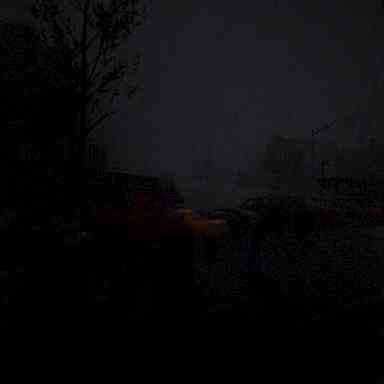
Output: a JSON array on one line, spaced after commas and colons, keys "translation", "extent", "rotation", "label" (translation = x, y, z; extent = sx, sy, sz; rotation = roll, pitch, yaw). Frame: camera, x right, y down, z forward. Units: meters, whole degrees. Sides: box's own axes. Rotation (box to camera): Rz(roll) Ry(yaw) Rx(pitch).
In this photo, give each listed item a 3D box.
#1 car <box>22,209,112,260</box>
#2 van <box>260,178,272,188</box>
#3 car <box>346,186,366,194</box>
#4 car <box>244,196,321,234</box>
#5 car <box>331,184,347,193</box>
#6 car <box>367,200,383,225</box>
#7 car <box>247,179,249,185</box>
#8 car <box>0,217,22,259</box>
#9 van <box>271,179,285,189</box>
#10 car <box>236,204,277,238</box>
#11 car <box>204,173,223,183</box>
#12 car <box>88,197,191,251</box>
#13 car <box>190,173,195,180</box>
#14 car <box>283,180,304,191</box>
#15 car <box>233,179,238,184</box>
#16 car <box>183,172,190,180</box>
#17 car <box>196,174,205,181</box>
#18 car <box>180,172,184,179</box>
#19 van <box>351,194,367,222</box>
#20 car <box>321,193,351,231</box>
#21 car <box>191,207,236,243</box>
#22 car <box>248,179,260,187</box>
[{"translation": [-5.599, 1.523, 12.554], "extent": [4.792, 1.488, 2.163], "rotation": [-1, -1, 35], "label": "car"}, {"translation": [16.184, -1.764, 67.812], "extent": [1.878, 1.987, 4.442], "rotation": [7, 4, 35], "label": "van"}, {"translation": [26.568, 0.136, 53.116], "extent": [2.002, 1.452, 4.674], "rotation": [7, 3, 35], "label": "car"}, {"translation": [4.202, 1.262, 19.507], "extent": [5.566, 2.045, 2.435], "rotation": [-1, -1, 35], "label": "car"}, {"translation": [24.878, -0.426, 55.589], "extent": [2.435, 2.045, 5.566], "rotation": [7, 3, 35], "label": "car"}, {"translation": [11.665, 1.403, 24.629], "extent": [4.553, 1.767, 2.185], "rotation": [-1, -1, 35], "label": "car"}, {"translation": [12.781, -2.044, 72.865], "extent": [2.002, 1.452, 4.674], "rotation": [7, 4, 35], "label": "car"}, {"translation": [-8.020, 1.493, 10.808], "extent": [4.892, 1.521, 2.231], "rotation": [-1, -1, 35], "label": "car"}, {"translation": [17.912, -1.491, 65.340], "extent": [1.878, 1.987, 4.442], "rotation": [7, 4, 35], "label": "van"}, {"translation": [1.774, 1.548, 17.751], "extent": [4.674, 1.452, 2.002], "rotation": [-1, -1, 35], "label": "car"}, {"translation": [5.938, -3.176, 82.840], "extent": [1.946, 1.575, 5.366], "rotation": [7, 3, 34], "label": "car"}, {"translation": [-3.154, 1.247, 14.298], "extent": [5.566, 2.045, 2.435], "rotation": [-1, -1, 35], "label": "car"}, {"translation": [2.295, -3.850, 87.567], "extent": [2.185, 1.767, 4.553], "rotation": [6, 3, 34], "label": "car"}, {"translation": [19.671, -0.992, 62.977], "extent": [2.231, 1.521, 4.892], "rotation": [7, 3, 35], "label": "car"}, {"translation": [11.040, -2.317, 75.328], "extent": [2.002, 1.452, 4.674], "rotation": [7, 3, 35], "label": "car"}, {"translation": [0.566, -4.085, 90.038], "extent": [2.185, 1.767, 4.553], "rotation": [4, 1, 33], "label": "car"}, {"translation": [4.088, -3.699, 85.100], "extent": [2.435, 2.045, 5.566], "rotation": [7, 3, 34], "label": "car"}, {"translation": [-1.205, -4.362, 92.386], "extent": [2.435, 2.045, 5.566], "rotation": [1, -1, 34], "label": "car"}, {"translation": [9.255, 1.296, 22.880], "extent": [4.442, 1.987, 1.878], "rotation": [-1, -1, 35], "label": "van"}, {"translation": [6.716, 1.267, 21.211], "extent": [5.566, 2.045, 2.435], "rotation": [-1, -1, 35], "label": "car"}, {"translation": [-0.833, 1.502, 16.124], "extent": [5.366, 1.575, 1.946], "rotation": [-1, -1, 35], "label": "car"}, {"translation": [14.611, -1.812, 70.544], "extent": [1.946, 1.575, 5.366], "rotation": [7, 3, 35], "label": "car"}]
